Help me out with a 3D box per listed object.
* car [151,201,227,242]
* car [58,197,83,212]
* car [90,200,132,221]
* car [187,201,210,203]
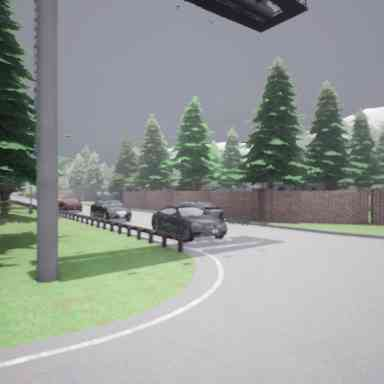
[{"bbox_3d":[-0.322,1.347,15.526,1.812,1.442,4.674,0,0,-33],"label":"car"},{"bbox_3d":[-12.895,1.299,34.832,1.882,1.535,5.008,0,0,-33],"label":"car"},{"bbox_3d":[-5.994,1.313,24.226,2.128,1.511,4.902,0,0,-33],"label":"car"},{"bbox_3d":[0.052,1.311,21.769,2.128,1.511,4.902,0,0,-33],"label":"car"}]
